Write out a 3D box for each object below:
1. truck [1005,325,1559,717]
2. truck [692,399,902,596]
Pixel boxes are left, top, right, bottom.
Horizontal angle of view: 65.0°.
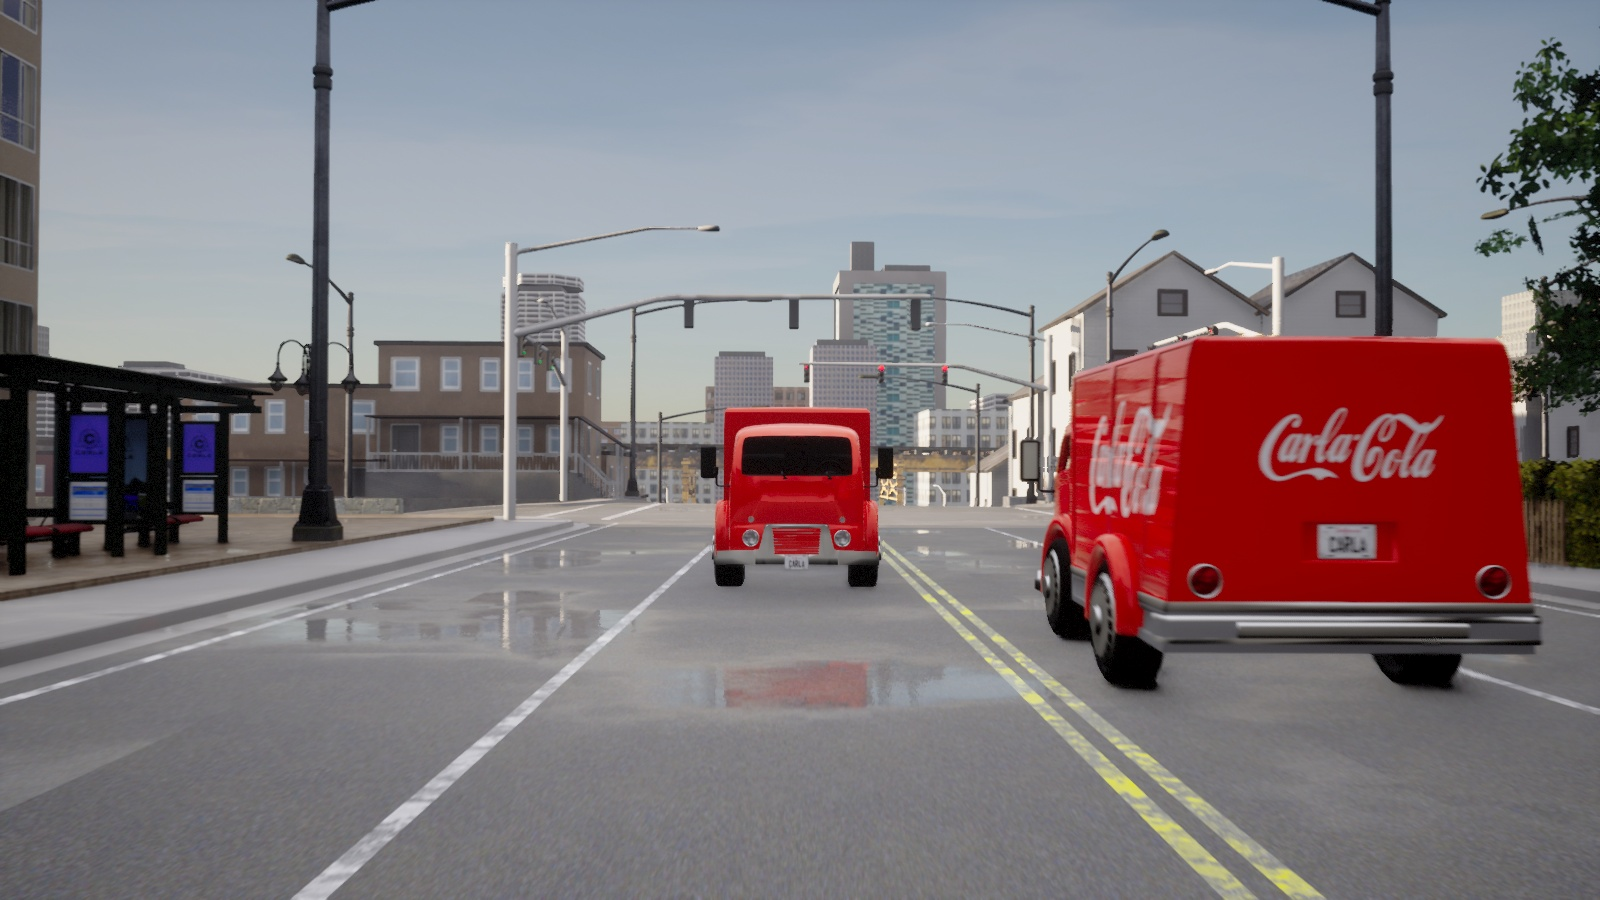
[{"bbox_3d":[3.473,0.491,10.557,2.627,2.467,5.204,0,-1,0],"label":"truck"},{"bbox_3d":[-0.045,0.636,18.400,2.627,2.467,5.204,0,-1,0],"label":"truck"}]
